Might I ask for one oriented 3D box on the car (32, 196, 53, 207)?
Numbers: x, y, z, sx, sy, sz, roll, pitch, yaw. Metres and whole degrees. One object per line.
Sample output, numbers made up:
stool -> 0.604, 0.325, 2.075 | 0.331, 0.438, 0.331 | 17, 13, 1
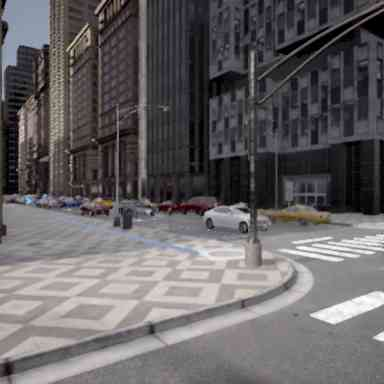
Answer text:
car -> -22.303, 1.683, 50.134 | 1.802, 1.307, 4.206 | 0, 0, -35

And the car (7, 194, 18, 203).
car -> -38.480, 1.498, 73.003 | 2.192, 1.841, 5.009 | 0, 0, -35

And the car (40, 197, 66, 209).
car -> -19.068, 1.667, 45.561 | 1.802, 1.307, 4.206 | 0, 0, -35

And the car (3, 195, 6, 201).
car -> -44.950, 1.658, 82.149 | 1.967, 1.590, 4.097 | 0, 0, -35

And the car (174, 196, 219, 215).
car -> 0.821, 1.347, 32.205 | 2.192, 1.841, 5.009 | 0, 0, -35

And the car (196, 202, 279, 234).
car -> 2.525, 1.522, 19.612 | 1.812, 1.442, 4.674 | 0, 0, -37

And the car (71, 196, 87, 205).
car -> -21.823, 1.582, 64.217 | 1.967, 1.590, 4.097 | 0, 0, -35

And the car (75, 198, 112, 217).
car -> -9.363, 1.583, 31.841 | 1.887, 1.381, 4.507 | 0, 0, -35

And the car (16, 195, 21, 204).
car -> -31.911, 1.675, 63.717 | 1.752, 1.417, 4.829 | 0, 0, -35

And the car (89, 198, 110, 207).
car -> -15.353, 1.675, 55.071 | 1.947, 1.339, 4.313 | 0, 0, -35

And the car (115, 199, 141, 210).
car -> -8.884, 1.628, 45.925 | 2.008, 1.369, 4.403 | 0, 0, -35

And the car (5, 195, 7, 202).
car -> -41.715, 1.783, 77.576 | 1.802, 1.307, 4.206 | 0, 0, -35

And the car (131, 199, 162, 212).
car -> -5.747, 1.588, 41.491 | 1.752, 1.417, 4.829 | 0, 0, -35

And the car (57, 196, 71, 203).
car -> -28.293, 1.615, 73.364 | 1.967, 1.590, 4.097 | 0, 0, -35

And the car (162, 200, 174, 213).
car -> -2.413, 1.592, 36.778 | 1.887, 1.381, 4.507 | 0, 0, -35

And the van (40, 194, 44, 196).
van -> -37.999, 1.568, 87.084 | 1.690, 1.788, 3.998 | 0, 0, -35

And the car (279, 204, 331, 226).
car -> 7.193, 1.528, 23.197 | 1.752, 1.417, 4.829 | 0, 0, -35

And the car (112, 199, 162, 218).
car -> -5.126, 1.522, 30.469 | 2.128, 1.511, 4.902 | 0, 0, -35

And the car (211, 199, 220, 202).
car -> 3.958, 1.543, 27.771 | 1.752, 1.417, 4.829 | 0, 0, -35

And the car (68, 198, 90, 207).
car -> -18.721, 1.659, 55.053 | 2.033, 1.411, 5.357 | 0, 0, -35

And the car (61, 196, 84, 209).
car -> -17.289, 1.569, 47.823 | 1.882, 1.535, 5.008 | 0, 0, -35

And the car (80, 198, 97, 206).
car -> -18.588, 1.707, 59.645 | 1.802, 1.307, 4.206 | 0, 0, -35

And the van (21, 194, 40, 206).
van -> -28.775, 1.474, 59.282 | 1.690, 1.788, 3.998 | 0, 0, -35

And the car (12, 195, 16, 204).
car -> -35.244, 1.749, 68.428 | 1.802, 1.307, 4.206 | 0, 0, -35
